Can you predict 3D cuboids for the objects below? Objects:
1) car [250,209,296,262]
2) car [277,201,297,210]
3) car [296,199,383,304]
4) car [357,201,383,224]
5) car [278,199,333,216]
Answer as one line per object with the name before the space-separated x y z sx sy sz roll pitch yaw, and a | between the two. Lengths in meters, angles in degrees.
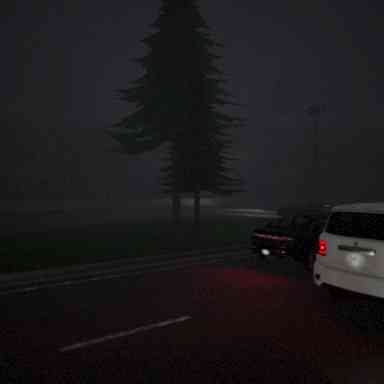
car | 4.039 1.489 10.838 4.902 1.511 2.128 0 0 -36
car | 9.209 1.596 26.979 1.895 1.301 4.718 0 0 -36
car | 4.981 1.226 7.198 5.566 2.045 2.150 0 0 -35
car | 14.392 1.490 23.915 1.882 1.535 5.008 1 0 -10
car | 11.511 1.485 33.888 4.902 1.511 2.128 0 0 40
